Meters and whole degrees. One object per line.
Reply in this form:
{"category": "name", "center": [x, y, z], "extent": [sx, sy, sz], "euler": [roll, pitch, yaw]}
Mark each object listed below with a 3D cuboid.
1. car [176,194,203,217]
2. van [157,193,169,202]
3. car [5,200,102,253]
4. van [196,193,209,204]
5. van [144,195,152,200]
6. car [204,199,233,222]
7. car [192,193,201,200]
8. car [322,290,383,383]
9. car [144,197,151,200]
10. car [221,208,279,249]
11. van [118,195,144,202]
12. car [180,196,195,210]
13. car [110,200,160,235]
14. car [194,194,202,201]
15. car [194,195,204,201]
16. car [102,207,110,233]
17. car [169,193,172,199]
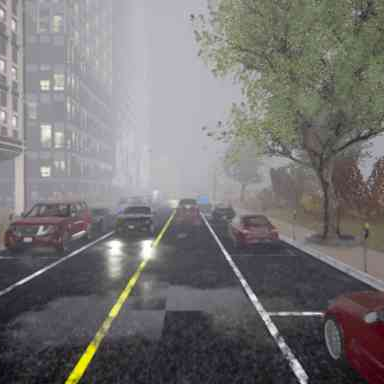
{"category": "car", "center": [-0.363, 1.282, 30.436], "extent": [2.097, 1.767, 4.553], "euler": [0, 0, 0]}
{"category": "van", "center": [-6.295, 1.196, 69.255], "extent": [1.690, 1.788, 3.998], "euler": [-1, 0, -1]}
{"category": "car", "center": [-5.603, 1.295, 13.782], "extent": [2.192, 1.841, 5.009], "euler": [-1, 0, -1]}
{"category": "van", "center": [1.819, 1.217, 52.838], "extent": [1.690, 1.788, 3.998], "euler": [-1, 0, -1]}
{"category": "van", "center": [-5.902, 1.259, 41.518], "extent": [1.690, 1.788, 3.998], "euler": [-1, 0, -1]}
{"category": "car", "center": [2.215, 1.488, 25.136], "extent": [2.008, 1.369, 4.403], "euler": [-1, 0, -1]}
{"category": "car", "center": [1.269, 1.103, 91.622], "extent": [2.192, 1.841, 5.009], "euler": [-1, 0, -1]}
{"category": "car", "center": [2.658, 1.569, 2.973], "extent": [1.802, 1.307, 4.206], "euler": [-1, 0, -1]}
{"category": "car", "center": [-5.820, 1.512, 35.971], "extent": [1.802, 1.307, 4.206], "euler": [-1, 0, -1]}
{"category": "car", "center": [2.465, 1.544, 14.056], "extent": [1.802, 1.307, 4.206], "euler": [-1, 0, -1]}
{"category": "van", "center": [-5.745, 1.283, 30.424], "extent": [1.690, 1.788, 3.998], "euler": [-1, 0, -1]}
{"category": "car", "center": [-0.568, 1.381, 42.644], "extent": [1.882, 1.535, 5.008], "euler": [0, 0, 0]}
{"category": "car", "center": [-3.005, 1.444, 18.795], "extent": [1.882, 1.535, 5.008], "euler": [0, 0, -1]}
{"category": "car", "center": [1.428, 1.253, 80.542], "extent": [1.967, 1.590, 4.097], "euler": [-1, 0, -1]}
{"category": "car", "center": [1.508, 1.392, 75.002], "extent": [1.947, 1.339, 4.313], "euler": [-1, 0, -1]}
{"category": "car", "center": [-5.632, 1.533, 19.330], "extent": [1.947, 1.339, 4.313], "euler": [-1, 0, -1]}
{"category": "car", "center": [-6.449, 1.374, 80.350], "extent": [1.887, 1.381, 4.507], "euler": [-1, 0, -1]}
